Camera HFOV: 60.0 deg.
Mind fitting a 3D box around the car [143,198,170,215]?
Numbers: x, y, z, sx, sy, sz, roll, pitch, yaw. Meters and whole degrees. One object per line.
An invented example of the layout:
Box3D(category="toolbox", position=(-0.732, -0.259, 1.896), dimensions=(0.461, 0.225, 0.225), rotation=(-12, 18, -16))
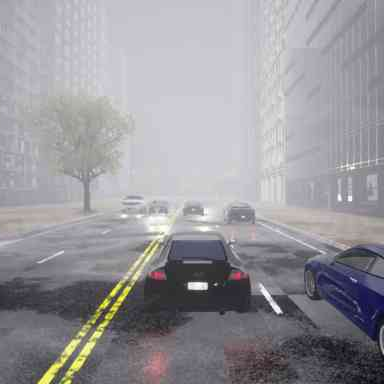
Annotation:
Box3D(category="car", position=(-3.254, 1.503, 33.550), dimensions=(2.128, 1.511, 4.902), rotation=(0, 0, 1))

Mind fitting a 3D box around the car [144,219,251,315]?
Box3D(category="car", position=(0.107, 1.566, 7.658), dimensions=(1.994, 1.385, 4.181), rotation=(0, 0, 0))

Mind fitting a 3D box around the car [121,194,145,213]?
Box3D(category="car", position=(-6.459, 1.237, 37.707), dimensions=(2.150, 2.045, 5.566), rotation=(0, 0, 0))

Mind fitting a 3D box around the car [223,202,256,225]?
Box3D(category="car", position=(3.382, 1.486, 24.454), dimensions=(1.882, 1.535, 5.008), rotation=(0, 0, 0))

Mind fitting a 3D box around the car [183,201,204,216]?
Box3D(category="car", position=(0.144, 1.575, 32.260), dimensions=(1.994, 1.385, 4.181), rotation=(0, 0, 0))

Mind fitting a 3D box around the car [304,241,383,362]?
Box3D(category="car", position=(3.355, 1.527, 5.394), dimensions=(1.812, 1.442, 4.674), rotation=(0, 0, 0))
